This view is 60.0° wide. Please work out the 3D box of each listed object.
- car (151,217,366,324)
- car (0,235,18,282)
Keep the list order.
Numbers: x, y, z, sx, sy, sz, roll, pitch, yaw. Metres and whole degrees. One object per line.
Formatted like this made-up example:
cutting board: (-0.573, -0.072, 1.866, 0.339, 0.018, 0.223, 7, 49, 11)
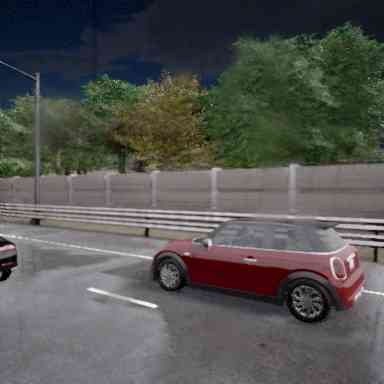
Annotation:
car: (1.234, 1.353, 7.410, 4.553, 1.767, 2.097, 0, 0, 35)
car: (-6.395, 1.494, 8.550, 4.902, 1.511, 2.128, 0, 0, 35)
